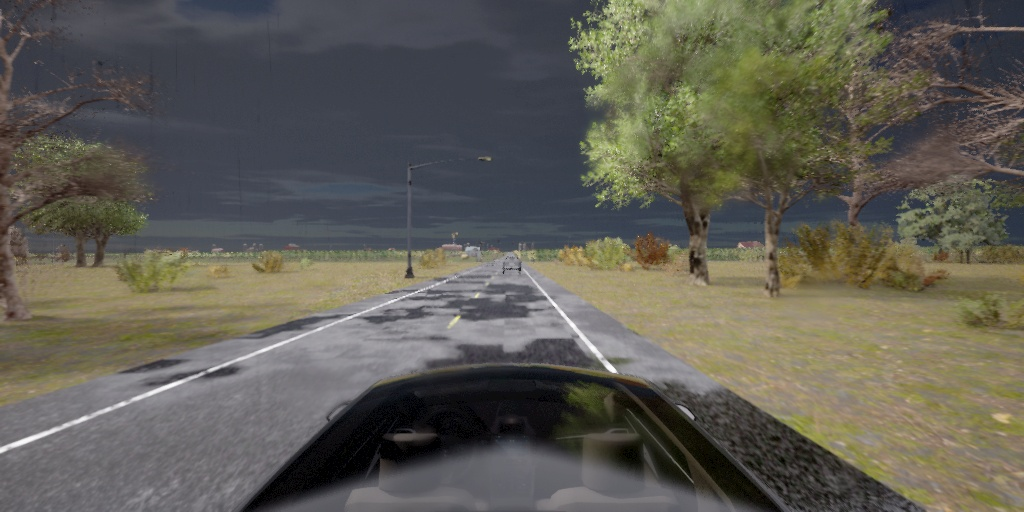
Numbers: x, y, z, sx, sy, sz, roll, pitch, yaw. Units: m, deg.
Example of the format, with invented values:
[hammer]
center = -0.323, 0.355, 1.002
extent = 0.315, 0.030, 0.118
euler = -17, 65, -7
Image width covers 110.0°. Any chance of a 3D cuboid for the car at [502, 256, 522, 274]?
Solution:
[car]
center = -0.012, 0.810, 36.000
extent = 2.033, 1.649, 4.856
euler = 0, 0, 0
